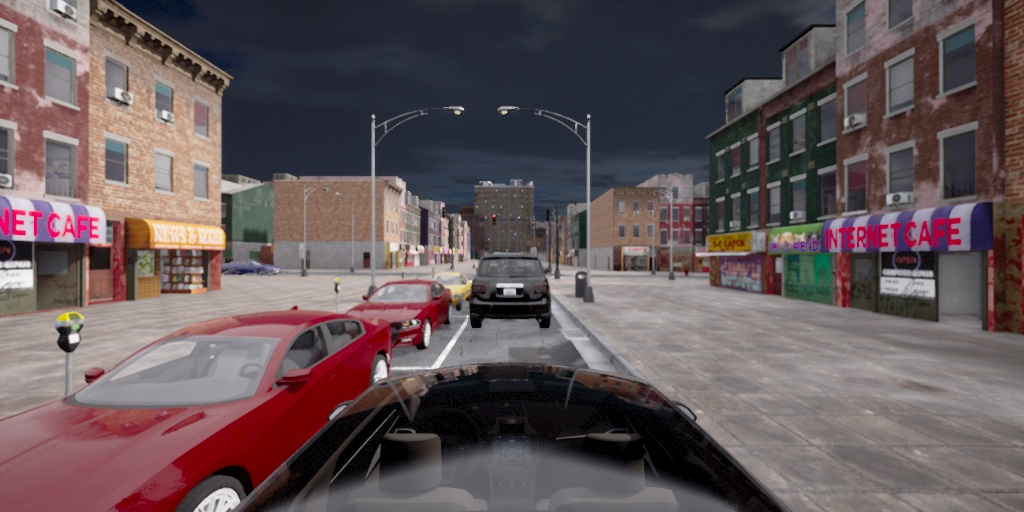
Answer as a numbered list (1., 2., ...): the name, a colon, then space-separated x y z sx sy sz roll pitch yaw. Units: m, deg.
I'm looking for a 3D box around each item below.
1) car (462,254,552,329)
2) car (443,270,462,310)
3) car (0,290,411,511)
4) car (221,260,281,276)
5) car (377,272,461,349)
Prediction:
1. car: -0.017 0.950 11.281 2.150 2.045 5.566 0 0 1
2. car: -2.618 1.248 14.406 1.751 1.417 4.829 0 0 0
3. car: -2.635 1.290 3.588 1.888 1.381 4.507 0 0 0
4. car: -23.022 1.061 31.654 4.674 1.442 1.812 0 0 0
5. car: -2.626 1.278 9.083 1.888 1.381 4.507 0 0 0
